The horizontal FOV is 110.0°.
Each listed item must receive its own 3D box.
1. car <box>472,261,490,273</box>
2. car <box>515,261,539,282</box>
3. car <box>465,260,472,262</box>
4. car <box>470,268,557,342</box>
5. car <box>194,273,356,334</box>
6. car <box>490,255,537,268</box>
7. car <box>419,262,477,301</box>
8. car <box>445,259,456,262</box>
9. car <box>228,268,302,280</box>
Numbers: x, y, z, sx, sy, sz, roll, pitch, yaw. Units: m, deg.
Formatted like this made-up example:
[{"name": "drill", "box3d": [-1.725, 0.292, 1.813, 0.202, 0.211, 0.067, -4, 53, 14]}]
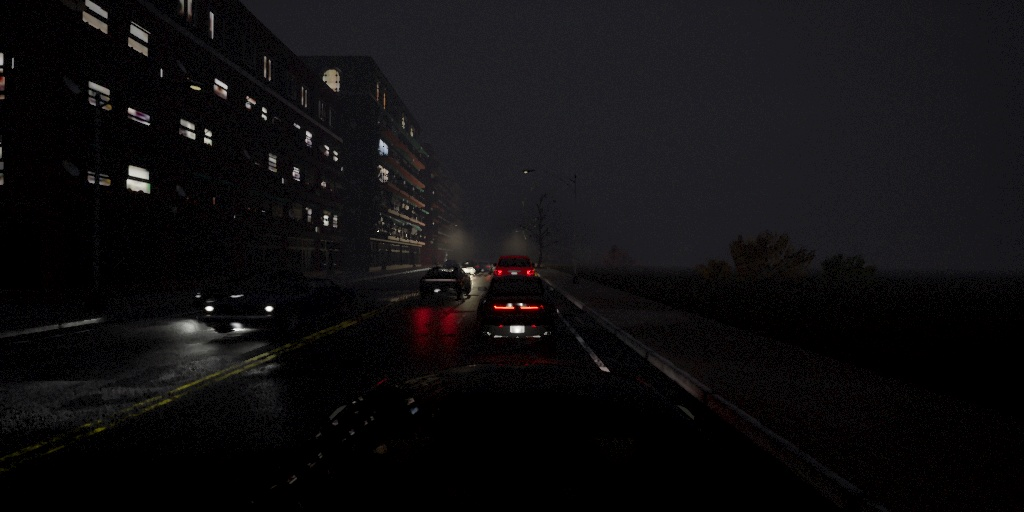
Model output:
[{"name": "car", "box3d": [-3.121, 1.275, 40.456, 1.812, 1.442, 4.674, 0, 0, 0]}, {"name": "car", "box3d": [1.161, 1.206, 30.525, 1.801, 1.575, 5.366, 0, 0, 0]}, {"name": "car", "box3d": [-6.551, 1.310, 54.175, 1.994, 1.385, 4.181, 0, 0, 0]}, {"name": "car", "box3d": [0.108, 1.255, 9.771, 1.837, 1.490, 4.892, 0, 0, 0]}, {"name": "car", "box3d": [-6.592, 1.351, 10.803, 1.895, 1.301, 4.718, 0, 0, 0]}, {"name": "car", "box3d": [0.114, 0.973, 20.118, 2.150, 2.045, 5.566, 0, 0, 0]}, {"name": "car", "box3d": [-3.137, 1.242, 17.501, 2.128, 1.511, 4.902, 0, 0, 0]}, {"name": "car", "box3d": [-9.793, 1.272, 57.270, 1.812, 1.442, 4.674, 0, 0, 0]}, {"name": "car", "box3d": [-9.840, 1.255, 14.153, 1.837, 1.490, 4.892, 0, 0, 0]}]
